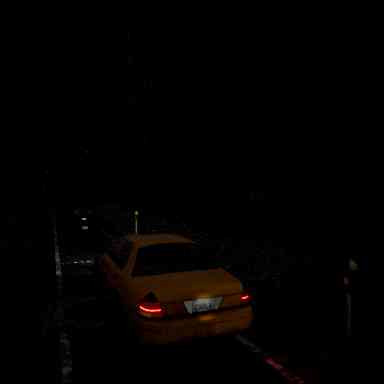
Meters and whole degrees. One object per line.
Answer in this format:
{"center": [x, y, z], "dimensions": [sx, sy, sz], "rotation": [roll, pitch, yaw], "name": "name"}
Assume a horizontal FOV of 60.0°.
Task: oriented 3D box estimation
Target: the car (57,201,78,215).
{"center": [-8.336, 1.551, 23.713], "dimensions": [2.008, 1.369, 4.403], "rotation": [0, 0, -23], "name": "car"}

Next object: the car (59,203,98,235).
{"center": [-6.189, 1.551, 18.625], "dimensions": [2.008, 1.369, 4.403], "rotation": [0, 0, -23], "name": "car"}

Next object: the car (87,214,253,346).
{"center": [-0.847, 1.457, 6.717], "dimensions": [1.801, 1.575, 5.366], "rotation": [0, 0, -23], "name": "car"}

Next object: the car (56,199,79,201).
{"center": [-10.484, 1.567, 28.802], "dimensions": [1.947, 1.339, 4.313], "rotation": [0, 0, -23], "name": "car"}

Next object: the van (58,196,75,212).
{"center": [-14.780, 1.342, 38.980], "dimensions": [1.690, 1.788, 3.998], "rotation": [0, 0, -23], "name": "van"}

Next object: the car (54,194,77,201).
{"center": [-12.632, 1.316, 33.892], "dimensions": [2.192, 1.841, 5.009], "rotation": [0, 0, -23], "name": "car"}

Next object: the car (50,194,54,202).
{"center": [-32.109, 1.469, 79.305], "dimensions": [1.967, 1.590, 4.097], "rotation": [0, 0, -24], "name": "car"}
